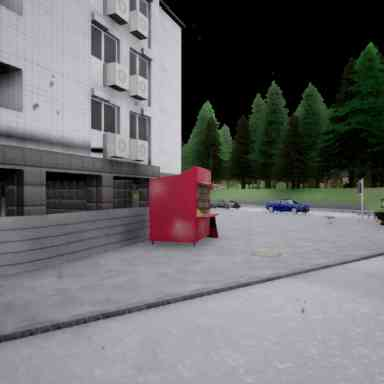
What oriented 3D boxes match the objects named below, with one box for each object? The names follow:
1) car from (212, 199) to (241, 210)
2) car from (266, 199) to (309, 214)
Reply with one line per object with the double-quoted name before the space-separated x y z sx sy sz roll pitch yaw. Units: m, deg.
"car" 4.488 1.584 44.061 1.994 1.385 4.181 0 0 -35
"car" 10.269 1.497 35.928 1.882 1.535 5.008 0 0 -35
